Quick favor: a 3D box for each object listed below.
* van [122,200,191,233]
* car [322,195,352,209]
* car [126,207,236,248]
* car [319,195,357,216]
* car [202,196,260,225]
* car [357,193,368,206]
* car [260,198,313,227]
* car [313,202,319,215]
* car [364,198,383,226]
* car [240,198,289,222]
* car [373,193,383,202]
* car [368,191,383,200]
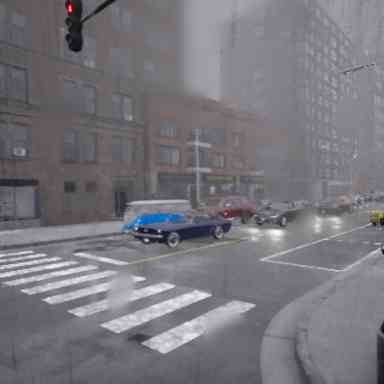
[{"bbox_3d":[-1.729,1.325,17.358,1.690,1.788,3.998,-1,0,42],"label":"van"},{"bbox_3d":[16.703,1.149,38.182,1.752,1.417,4.829,-1,0,42],"label":"car"},{"bbox_3d":[-0.333,1.569,14.806,1.895,1.301,4.718,-1,0,43],"label":"car"},{"bbox_3d":[12.378,1.072,29.124,2.097,1.767,4.553,-1,0,42],"label":"car"},{"bbox_3d":[1.979,1.227,21.549,2.192,1.841,5.009,-1,0,42],"label":"car"},{"bbox_3d":[20.524,1.100,42.500,2.008,1.369,4.403,-1,0,42],"label":"car"},{"bbox_3d":[5.852,1.352,21.758,1.837,1.490,4.892,-1,0,42],"label":"car"},{"bbox_3d":[9.399,1.312,29.929,1.887,1.381,4.507,-1,0,42],"label":"car"},{"bbox_3d":[12.203,1.273,20.233,1.752,1.417,4.829,-1,0,42],"label":"car"},{"bbox_3d":[5.690,1.280,25.739,1.967,1.590,4.097,-1,0,42],"label":"car"},{"bbox_3d":[31.535,0.861,54.943,1.752,1.417,4.829,-1,0,42],"label":"car"},{"bbox_3d":[27.936,0.720,50.879,2.192,1.841,5.009,-1,0,42],"label":"car"}]
